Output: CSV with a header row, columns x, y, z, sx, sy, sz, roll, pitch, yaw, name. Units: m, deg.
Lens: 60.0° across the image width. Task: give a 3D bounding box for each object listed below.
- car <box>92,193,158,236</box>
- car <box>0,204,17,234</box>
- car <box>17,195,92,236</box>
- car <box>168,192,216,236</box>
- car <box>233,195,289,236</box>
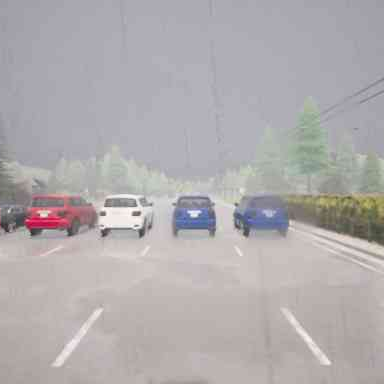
x,y,z,sx,sy,sz,roll,pitch,yaw,name
-3.398,1.175,18.107,2.150,2.045,5.566,0,0,0,car
-10.398,1.443,19.008,2.128,1.511,4.902,0,0,0,car
-6.898,1.175,18.169,2.150,2.045,5.566,0,0,0,car
0.102,1.175,18.165,2.150,2.045,5.566,0,0,0,car
3.603,1.175,18.115,2.150,2.045,5.566,0,0,0,car
